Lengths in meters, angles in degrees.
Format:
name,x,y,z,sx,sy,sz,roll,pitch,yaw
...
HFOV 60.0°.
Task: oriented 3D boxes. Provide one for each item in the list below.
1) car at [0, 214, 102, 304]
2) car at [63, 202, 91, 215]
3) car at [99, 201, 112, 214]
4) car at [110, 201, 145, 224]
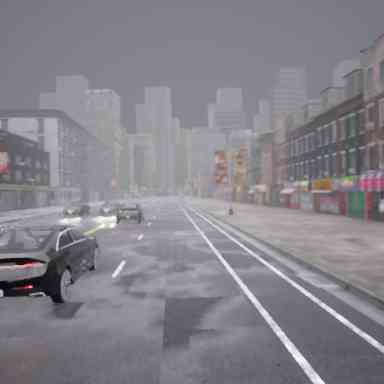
name,x,y,z,sx,sy,sz,roll,pitch,yaw
car,-3.609,1.568,8.245,2.128,1.511,4.902,-1,0,-4
car,-12.058,1.781,35.042,2.128,1.511,4.902,-1,0,-3
car,-8.890,1.729,36.490,2.128,1.511,4.902,-1,0,-3
car,-4.807,1.629,26.487,2.128,1.511,4.902,-1,0,-4
